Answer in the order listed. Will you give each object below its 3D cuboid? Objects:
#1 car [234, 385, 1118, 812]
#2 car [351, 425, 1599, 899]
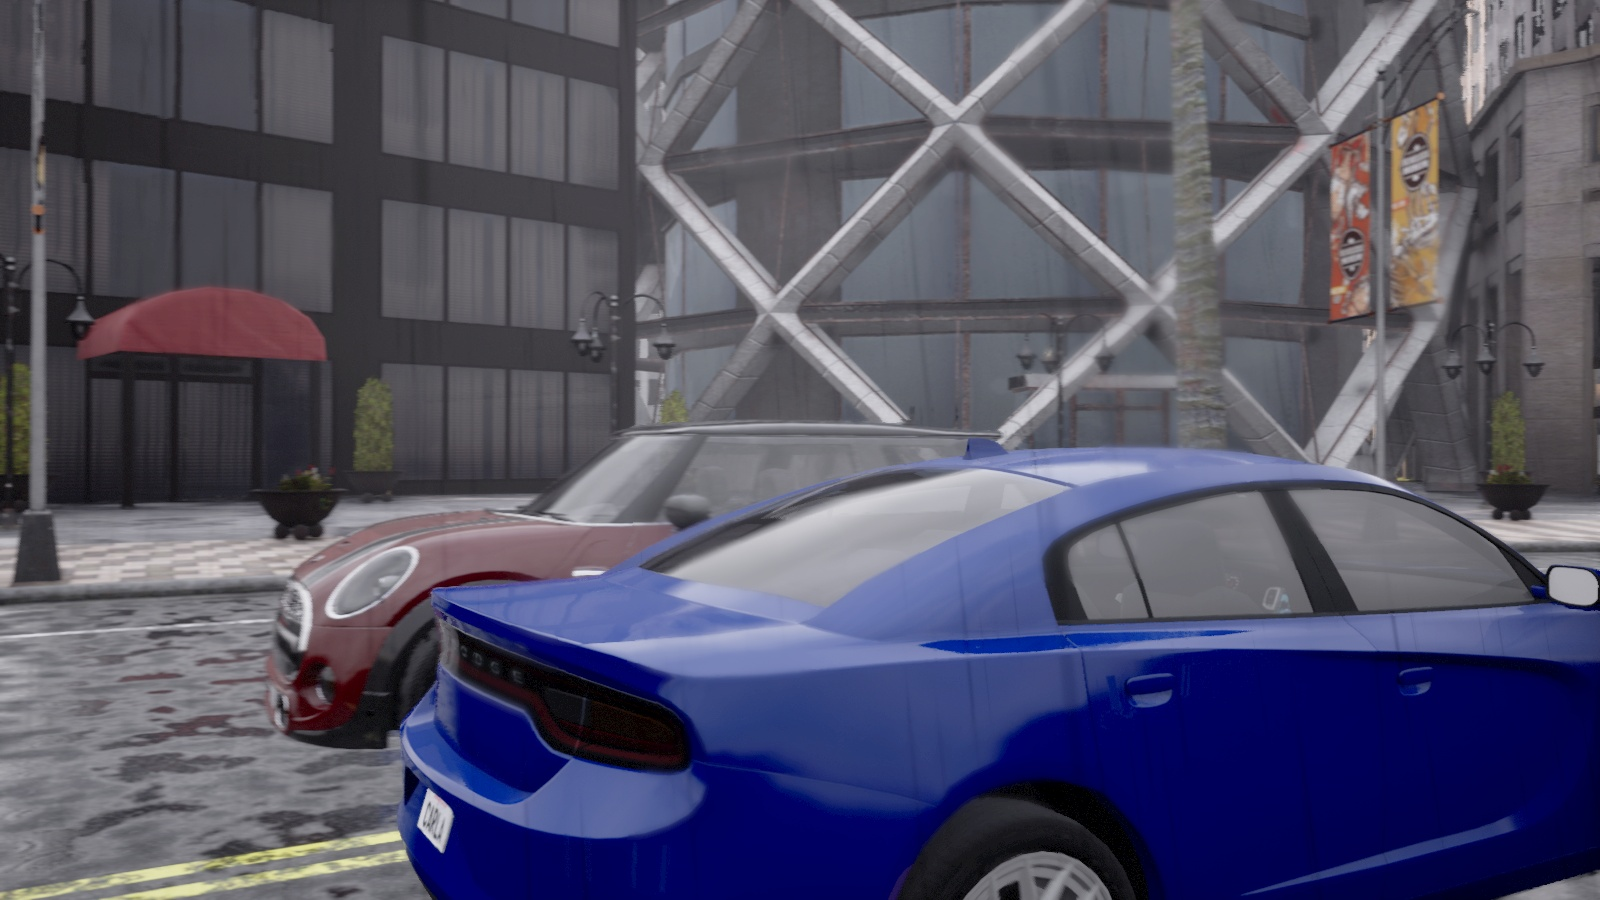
[{"bbox_3d":[-0.687,0.615,7.136,4.553,1.767,2.097,0,0,-26],"label":"car"},{"bbox_3d":[1.280,0.727,4.236,5.008,1.535,1.882,0,0,-30],"label":"car"}]
